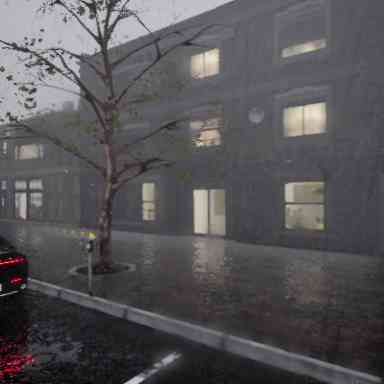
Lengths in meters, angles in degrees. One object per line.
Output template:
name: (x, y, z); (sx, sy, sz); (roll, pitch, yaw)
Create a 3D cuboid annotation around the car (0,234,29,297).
car: (-5.540, 1.500, 7.383); (4.892, 1.490, 1.837); (0, 0, 35)
